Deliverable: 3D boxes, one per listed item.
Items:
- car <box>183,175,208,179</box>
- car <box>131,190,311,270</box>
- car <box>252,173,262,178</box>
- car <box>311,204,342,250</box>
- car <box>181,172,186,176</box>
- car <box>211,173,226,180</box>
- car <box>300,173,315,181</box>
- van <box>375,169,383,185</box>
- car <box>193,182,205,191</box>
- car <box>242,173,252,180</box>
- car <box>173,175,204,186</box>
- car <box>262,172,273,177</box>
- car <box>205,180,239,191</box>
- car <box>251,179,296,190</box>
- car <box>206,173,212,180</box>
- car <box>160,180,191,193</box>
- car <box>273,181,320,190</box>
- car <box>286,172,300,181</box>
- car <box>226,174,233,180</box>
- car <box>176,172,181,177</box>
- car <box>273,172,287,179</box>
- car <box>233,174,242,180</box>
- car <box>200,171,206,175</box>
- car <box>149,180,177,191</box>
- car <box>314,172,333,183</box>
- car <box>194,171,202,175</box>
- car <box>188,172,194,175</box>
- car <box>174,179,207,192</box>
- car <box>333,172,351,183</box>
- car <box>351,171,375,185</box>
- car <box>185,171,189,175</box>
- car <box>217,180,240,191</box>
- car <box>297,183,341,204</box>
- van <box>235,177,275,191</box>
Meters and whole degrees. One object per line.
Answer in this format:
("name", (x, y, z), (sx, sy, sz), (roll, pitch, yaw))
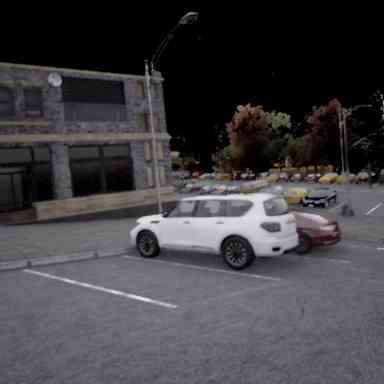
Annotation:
("car", (0.320, -1.699, 60.731), (2.097, 1.767, 4.553), (-7, 6, -26))
("car", (0.543, 1.109, 10.715), (5.566, 2.045, 2.435), (-1, 0, 35))
("car", (14.060, -2.958, 63.310), (2.185, 1.767, 4.553), (1, 7, 43))
("car", (3.053, 1.341, 12.428), (4.674, 1.452, 2.002), (-1, 0, 35))
("car", (0.151, -4.429, 92.802), (4.792, 1.488, 2.163), (-8, 6, -44))
("car", (7.538, -3.545, 76.588), (2.097, 1.535, 5.008), (1, 7, 45))
("car", (19.522, -2.251, 52.816), (2.002, 1.452, 4.674), (0, 6, 42))
("van", (25.158, -1.996, 42.347), (1.878, 1.987, 4.442), (1, 7, 41))
("car", (2.851, -0.328, 45.433), (2.002, 1.452, 4.674), (0, 7, 42))
("car", (12.707, -2.969, 65.941), (2.097, 1.535, 5.008), (1, 6, 44))
("car", (-1.336, -1.029, 53.461), (2.435, 2.045, 5.566), (0, 7, 43))
("car", (15.513, -2.715, 60.804), (1.946, 1.575, 5.366), (0, 6, 43))
("car", (4.283, -0.197, 42.772), (2.002, 1.452, 4.674), (0, 8, 42))
("car", (8.609, 0.028, 34.803), (2.185, 1.767, 4.553), (-1, 7, 41))
("car", (6.258, -3.816, 79.243), (4.553, 1.767, 2.185), (-8, 7, -44))
("car", (-2.696, -0.915, 56.154), (2.097, 1.535, 5.008), (0, 7, 43))
("car", (10.248, 0.245, 32.352), (1.946, 1.575, 5.366), (-1, 7, 40))
("car", (18.128, -2.382, 55.424), (2.002, 1.452, 4.674), (0, 6, 42))
("car", (10.122, -3.228, 71.281), (2.163, 1.488, 4.792), (1, 7, 44))
("car", (-1.224, -4.591, 95.355), (5.366, 1.575, 1.946), (-8, 7, -44))
("car", (16.721, -2.678, 58.009), (2.185, 1.767, 4.553), (0, 6, 43))
("car", (11.382, -3.078, 68.569), (2.163, 1.488, 4.792), (1, 7, 44))
("car", (5.038, -3.843, 81.961), (4.892, 1.521, 2.231), (-8, 7, -44))
("car", (-5.357, -1.202, 61.567), (2.097, 1.535, 5.008), (1, 8, 44))
("car", (20.812, -2.145, 50.070), (1.946, 1.575, 5.366), (1, 7, 42))
("car", (3.678, -3.979, 84.527), (5.366, 1.575, 1.946), (-8, 7, -44))
("car", (2.579, -4.401, 87.361), (5.566, 2.045, 2.435), (-8, 7, -44))
("car", (0.056, -0.599, 50.778), (2.002, 1.452, 4.674), (0, 8, 43))
("car", (22.475, -2.056, 47.756), (1.946, 1.575, 5.366), (0, 6, 41))
("car", (23.761, -2.028, 44.997), (2.185, 1.767, 4.553), (0, 6, 41))
("car", (1.337, -4.269, 90.048), (4.792, 1.488, 2.163), (-8, 7, -44))
("car", (5.708, -0.104, 40.113), (2.231, 1.521, 4.892), (-1, 7, 41))
("car", (11.456, 0.448, 29.547), (2.163, 1.488, 4.792), (0, 7, 40))
("van", (7.223, -0.217, 37.539), (1.878, 1.987, 4.442), (-1, 7, 41))
